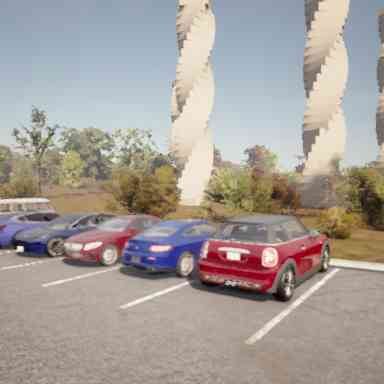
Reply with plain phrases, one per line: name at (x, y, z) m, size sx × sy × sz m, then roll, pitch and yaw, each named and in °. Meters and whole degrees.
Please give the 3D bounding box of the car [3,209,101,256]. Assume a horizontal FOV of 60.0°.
car at (-4.627, 1.582, 13.613) m, size 2.163 × 1.488 × 4.792 m, roll 0°, pitch 0°, yaw 35°

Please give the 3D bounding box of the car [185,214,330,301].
car at (2.112, 1.383, 8.816) m, size 2.185 × 1.767 × 4.553 m, roll 0°, pitch 0°, yaw 35°

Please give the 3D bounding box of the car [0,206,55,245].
car at (-6.836, 1.588, 15.257) m, size 2.163 × 1.488 × 4.792 m, roll 0°, pitch 0°, yaw 35°

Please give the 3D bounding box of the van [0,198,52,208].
van at (-9.028, 1.338, 16.924) m, size 1.878 × 1.987 × 4.442 m, roll 0°, pitch 0°, yaw 35°

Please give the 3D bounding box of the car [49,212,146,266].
car at (-2.361, 1.580, 12.040) m, size 2.002 × 1.452 × 4.674 m, roll 0°, pitch 0°, yaw 35°

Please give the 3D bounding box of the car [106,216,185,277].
car at (-0.120, 1.565, 10.439) m, size 2.002 × 1.452 × 4.674 m, roll 0°, pitch 0°, yaw 35°
